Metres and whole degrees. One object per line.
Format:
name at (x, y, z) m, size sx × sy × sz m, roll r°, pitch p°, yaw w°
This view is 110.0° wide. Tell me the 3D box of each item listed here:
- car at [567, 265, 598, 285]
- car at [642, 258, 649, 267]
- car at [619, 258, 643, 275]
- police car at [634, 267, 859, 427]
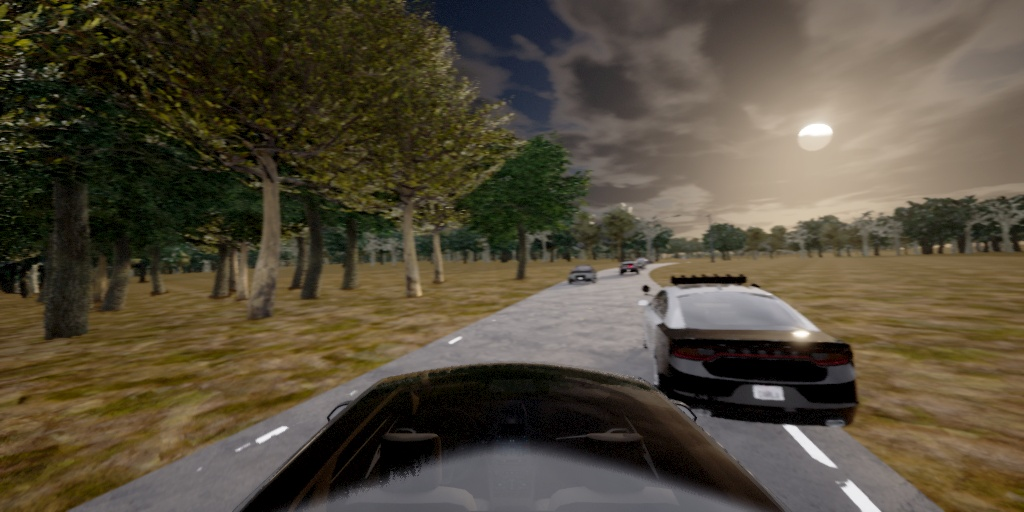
car at (5.493, 1.408, 27.593) m, size 1.994 × 1.385 × 4.181 m, roll -3°, pitch -1°, yaw 18°
car at (16.252, 1.169, 46.535) m, size 1.895 × 1.301 × 4.718 m, roll -3°, pitch -1°, yaw 26°
car at (12.100, 1.149, 36.863) m, size 1.837 × 1.490 × 4.892 m, roll -3°, pitch -1°, yaw 21°
police car at (3.227, 1.121, 5.964) m, size 1.930 × 1.638 × 5.238 m, roll -2°, pitch -1°, yaw 17°
